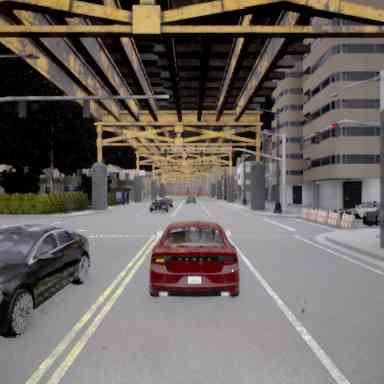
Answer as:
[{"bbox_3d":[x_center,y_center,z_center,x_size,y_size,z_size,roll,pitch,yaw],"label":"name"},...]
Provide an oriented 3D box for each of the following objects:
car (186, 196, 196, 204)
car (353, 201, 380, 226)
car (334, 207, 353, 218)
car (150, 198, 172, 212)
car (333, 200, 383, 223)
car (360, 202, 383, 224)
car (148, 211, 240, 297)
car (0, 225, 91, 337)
[{"bbox_3d":[-0.137,1.528,63.294,2.033,1.411,5.357,0,0,0],"label":"car"},{"bbox_3d":[13.216,1.446,21.315,4.974,1.542,2.038,0,0,-20],"label":"car"},{"bbox_3d":[13.581,1.287,25.453,4.536,1.218,1.853,0,0,25],"label":"car"},{"bbox_3d":[-3.675,1.552,38.258,1.994,1.385,4.181,0,0,0],"label":"car"},{"bbox_3d":[13.534,1.445,25.474,4.974,1.542,2.038,0,0,25],"label":"car"},{"bbox_3d":[13.265,1.289,21.333,4.536,1.218,1.853,0,0,-20],"label":"car"},{"bbox_3d":[0.056,1.475,8.619,1.882,1.535,5.008,0,0,0],"label":"car"},{"bbox_3d":[-3.540,1.489,6.707,2.128,1.511,4.902,0,0,1],"label":"car"}]
